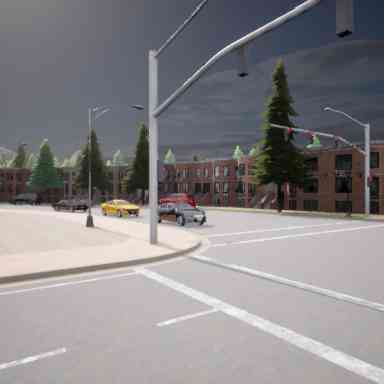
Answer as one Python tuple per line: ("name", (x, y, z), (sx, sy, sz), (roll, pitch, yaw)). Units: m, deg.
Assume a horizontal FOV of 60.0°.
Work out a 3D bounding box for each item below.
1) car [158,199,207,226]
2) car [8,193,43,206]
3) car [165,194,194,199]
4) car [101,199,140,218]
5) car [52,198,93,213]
("car", (-0.957, 1.492, 23.353), (2.128, 1.511, 4.902), (0, 0, -36))
("car", (-27.871, 1.221, 55.779), (5.566, 2.045, 2.150), (0, 0, 12))
("car", (-1.958, 1.221, 41.728), (2.150, 2.045, 5.566), (0, 0, -44))
("car", (-6.709, 1.478, 30.916), (1.882, 1.535, 5.008), (0, 0, -40))
("car", (-13.880, 1.601, 37.979), (4.718, 1.301, 1.895), (0, 0, 37))
